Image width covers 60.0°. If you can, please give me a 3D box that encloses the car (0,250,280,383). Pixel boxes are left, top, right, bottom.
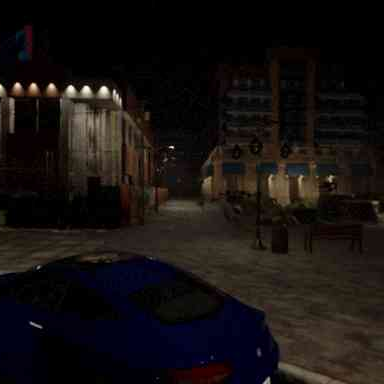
[{"bbox_3d":[-1.286,1.494,4.168,4.674,1.442,1.812,1,0,34],"label":"car"}]
